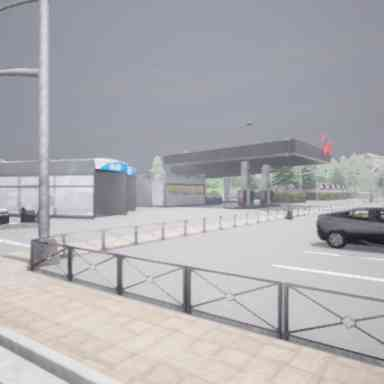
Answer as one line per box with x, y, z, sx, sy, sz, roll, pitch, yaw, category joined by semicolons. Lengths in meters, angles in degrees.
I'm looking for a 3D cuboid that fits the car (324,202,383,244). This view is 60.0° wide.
8.721;1.331;14.648;5.027;1.636;2.152;0;0;36;car

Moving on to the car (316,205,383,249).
6.918;1.340;12.081;4.514;1.523;2.007;0;0;36;car

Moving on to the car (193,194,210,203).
2.093;1.304;71.994;1.905;1.878;3.866;0;0;36;car

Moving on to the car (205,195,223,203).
4.119;1.473;65.155;2.242;1.667;4.611;0;0;36;car
